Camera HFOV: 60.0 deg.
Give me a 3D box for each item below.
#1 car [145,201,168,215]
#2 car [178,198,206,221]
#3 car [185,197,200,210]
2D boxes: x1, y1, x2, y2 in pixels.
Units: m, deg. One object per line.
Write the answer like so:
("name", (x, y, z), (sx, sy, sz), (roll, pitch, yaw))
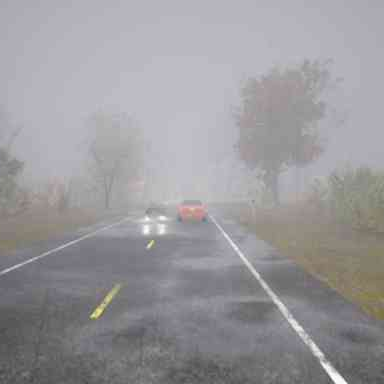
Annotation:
("car", (-3.559, 1.582, 33.660), (1.895, 1.301, 4.718), (0, 0, 0))
("car", (0.027, 1.328, 26.693), (2.097, 1.767, 4.553), (0, 0, 0))
("car", (0.043, 1.472, 44.265), (1.882, 1.535, 5.008), (0, 0, 0))
